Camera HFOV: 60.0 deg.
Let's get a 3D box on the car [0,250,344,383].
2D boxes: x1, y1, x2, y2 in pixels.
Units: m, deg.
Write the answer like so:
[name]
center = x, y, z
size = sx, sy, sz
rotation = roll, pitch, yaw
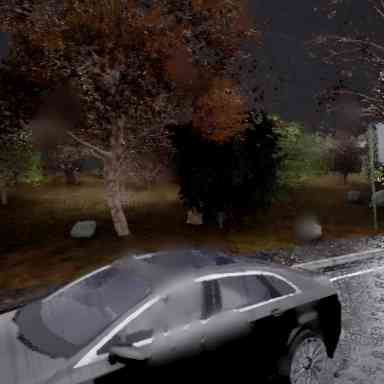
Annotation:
[car]
center = -0.388, 1.480, 3.561
size = 4.902, 1.511, 2.128
rotation = 0, 0, -34
